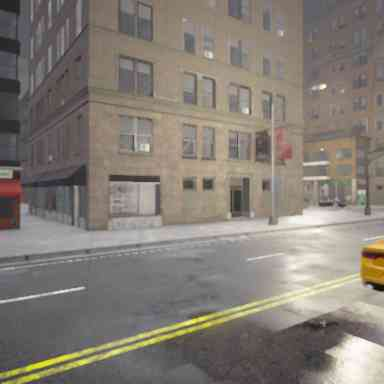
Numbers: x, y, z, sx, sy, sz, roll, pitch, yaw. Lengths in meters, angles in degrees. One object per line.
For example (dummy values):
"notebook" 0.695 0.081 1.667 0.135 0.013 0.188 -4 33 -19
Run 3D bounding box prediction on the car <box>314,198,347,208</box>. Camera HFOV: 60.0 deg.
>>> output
"car" 18.196 1.392 43.784 1.947 1.339 4.313 0 0 -35

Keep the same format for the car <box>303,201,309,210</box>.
"car" 11.645 1.272 39.149 1.967 1.590 4.097 0 0 -35

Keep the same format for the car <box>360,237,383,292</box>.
"car" 5.830 1.436 7.613 5.008 1.535 1.882 -1 0 -36
